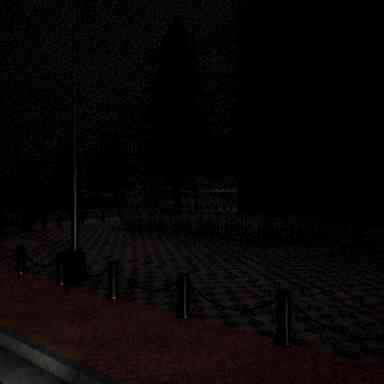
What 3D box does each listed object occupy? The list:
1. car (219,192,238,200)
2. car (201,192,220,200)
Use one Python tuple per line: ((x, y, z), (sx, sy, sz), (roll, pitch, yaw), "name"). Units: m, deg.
((9.593, 1.374, 84.710), (3.633, 1.501, 1.845), (0, 0, 35), "car")
((5.235, 1.384, 91.415), (3.806, 1.475, 1.970), (0, 0, 35), "car")
